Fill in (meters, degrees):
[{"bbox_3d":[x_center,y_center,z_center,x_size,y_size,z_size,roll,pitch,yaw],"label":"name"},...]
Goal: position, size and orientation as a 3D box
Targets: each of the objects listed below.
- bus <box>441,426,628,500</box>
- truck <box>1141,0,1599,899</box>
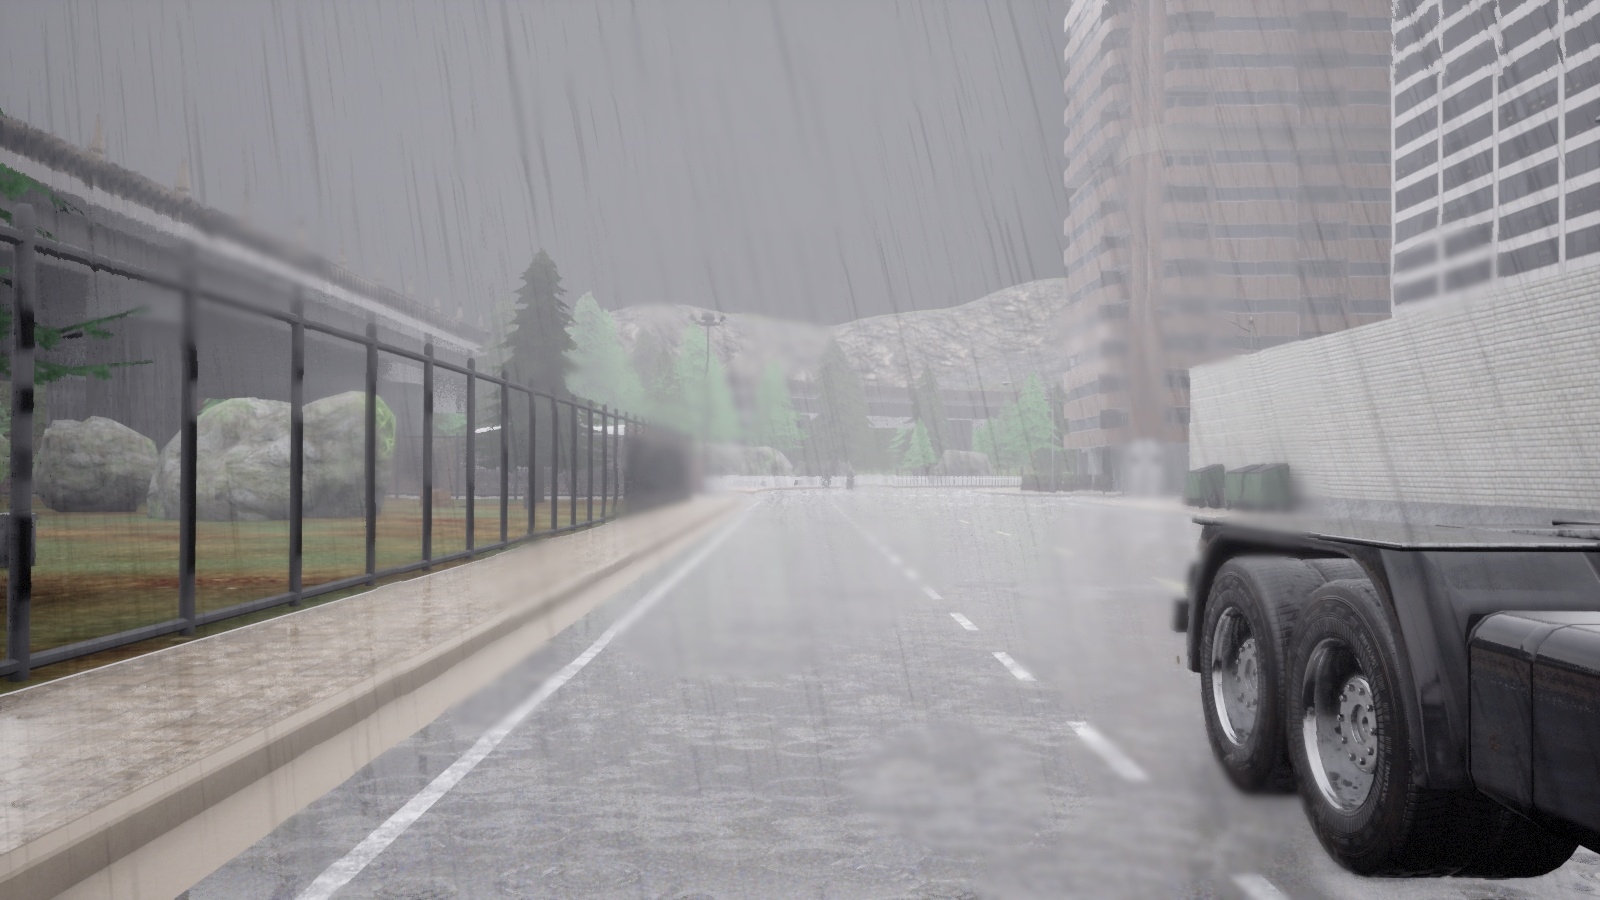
[{"bbox_3d":[-15.629,0.805,74.567,10.273,4.253,3.944,0,-1,1],"label":"bus"},{"bbox_3d":[3.487,-0.123,3.466,2.891,3.462,7.936,0,-1,0],"label":"truck"}]
